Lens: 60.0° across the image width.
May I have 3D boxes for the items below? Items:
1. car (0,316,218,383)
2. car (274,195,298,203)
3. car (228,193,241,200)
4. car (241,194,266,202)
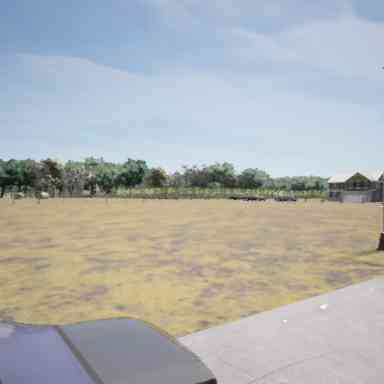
[{"bbox_3d":[-2.241,1.543,1.480,5.357,1.411,2.033,0,0,-35],"label":"car"},{"bbox_3d":[18.659,1.349,66.280,2.128,1.511,4.902,2,-1,-36],"label":"car"},{"bbox_3d":[10.415,1.096,77.767,2.097,1.767,4.553,2,-1,-36],"label":"car"},{"bbox_3d":[13.133,1.299,69.258,1.882,1.535,5.008,2,-1,-36],"label":"car"}]
